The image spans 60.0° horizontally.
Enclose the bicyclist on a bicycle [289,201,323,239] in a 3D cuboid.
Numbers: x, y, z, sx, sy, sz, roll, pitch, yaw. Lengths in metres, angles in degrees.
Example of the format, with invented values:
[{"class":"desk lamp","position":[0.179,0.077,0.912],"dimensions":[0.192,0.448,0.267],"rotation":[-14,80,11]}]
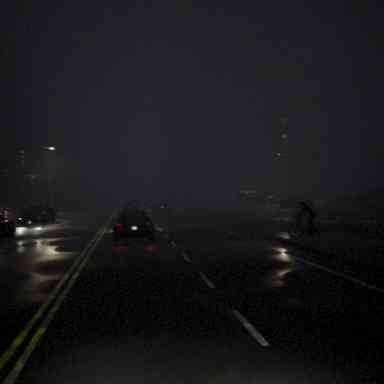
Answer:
[{"class":"bicyclist on a bicycle","position":[4.939,1.202,14.433],"dimensions":[1.656,1.620,0.582],"rotation":[-1,0,-11]}]

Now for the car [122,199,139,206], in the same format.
[{"class":"car","position":[-7.833,1.668,42.241],"dimensions":[2.128,1.511,4.902],"rotation":[-1,0,-11]}]

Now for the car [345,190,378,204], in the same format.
[{"class":"car","position":[23.651,0.876,47.007],"dimensions":[1.784,1.438,3.905],"rotation":[-1,0,-11]}]

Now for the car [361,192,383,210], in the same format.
[{"class":"car","position":[17.947,1.024,30.560],"dimensions":[1.970,1.475,3.806],"rotation":[-1,0,-11]}]

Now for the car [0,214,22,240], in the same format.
[{"class":"car","position":[-10.132,1.782,16.144],"dimensions":[1.994,1.385,4.181],"rotation":[-1,0,-11]}]

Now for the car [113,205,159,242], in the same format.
[{"class":"car","position":[-3.013,1.632,17.169],"dimensions":[1.994,1.385,4.181],"rotation":[-1,0,-11]}]

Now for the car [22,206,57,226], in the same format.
[{"class":"car","position":[-12.107,1.810,26.430],"dimensions":[2.033,1.411,5.357],"rotation":[-1,0,-11]}]

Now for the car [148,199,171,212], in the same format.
[{"class":"car","position":[-3.648,1.651,38.784],"dimensions":[1.994,1.385,4.181],"rotation":[-1,0,-10]}]

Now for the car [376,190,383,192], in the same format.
[{"class":"car","position":[26.273,0.610,47.556],"dimensions":[1.932,1.855,4.605],"rotation":[-1,0,-11]}]

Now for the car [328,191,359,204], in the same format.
[{"class":"car","position":[20.808,0.968,46.470],"dimensions":[1.970,1.475,3.806],"rotation":[-1,0,-11]}]
